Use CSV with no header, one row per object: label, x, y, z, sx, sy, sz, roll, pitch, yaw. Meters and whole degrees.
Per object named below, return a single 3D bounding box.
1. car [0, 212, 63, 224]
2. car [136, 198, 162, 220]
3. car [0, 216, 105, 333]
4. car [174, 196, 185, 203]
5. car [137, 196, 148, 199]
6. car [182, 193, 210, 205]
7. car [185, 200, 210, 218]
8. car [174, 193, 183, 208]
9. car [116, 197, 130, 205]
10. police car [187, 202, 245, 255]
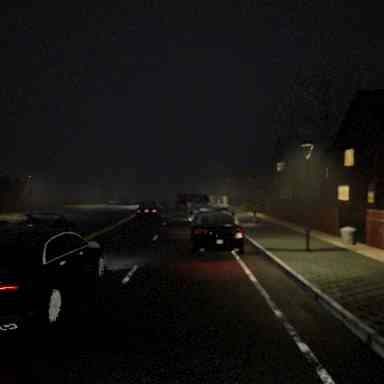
car,-6.740,1.591,14.513,1.895,1.301,4.718,0,0,-1
car,-3.605,1.523,28.159,2.033,1.411,5.357,0,0,-2
car,-3.194,1.500,6.891,1.837,1.490,4.892,0,0,0
car,-2.507,1.507,67.251,1.994,1.385,4.181,0,0,-5
car,-8.386,1.462,56.902,2.128,1.511,4.902,0,0,-3
car,0.478,1.195,29.459,2.150,2.045,5.566,0,0,-2
car,0.658,1.501,23.394,1.812,1.442,4.674,0,0,-2
car,-1.241,1.183,47.805,2.150,2.045,5.566,0,0,-3
car,-11.618,1.503,56.545,1.812,1.442,4.674,0,0,-3
police car,0.868,1.410,13.440,1.930,1.638,5.238,0,0,-1
